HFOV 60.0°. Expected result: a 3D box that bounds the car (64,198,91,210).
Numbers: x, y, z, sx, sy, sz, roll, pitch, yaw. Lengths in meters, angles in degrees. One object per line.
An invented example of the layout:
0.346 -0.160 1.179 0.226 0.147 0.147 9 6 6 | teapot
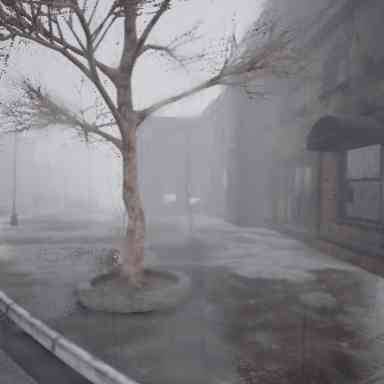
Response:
-15.229 1.587 44.384 1.812 1.442 4.674 2 0 12 | car
